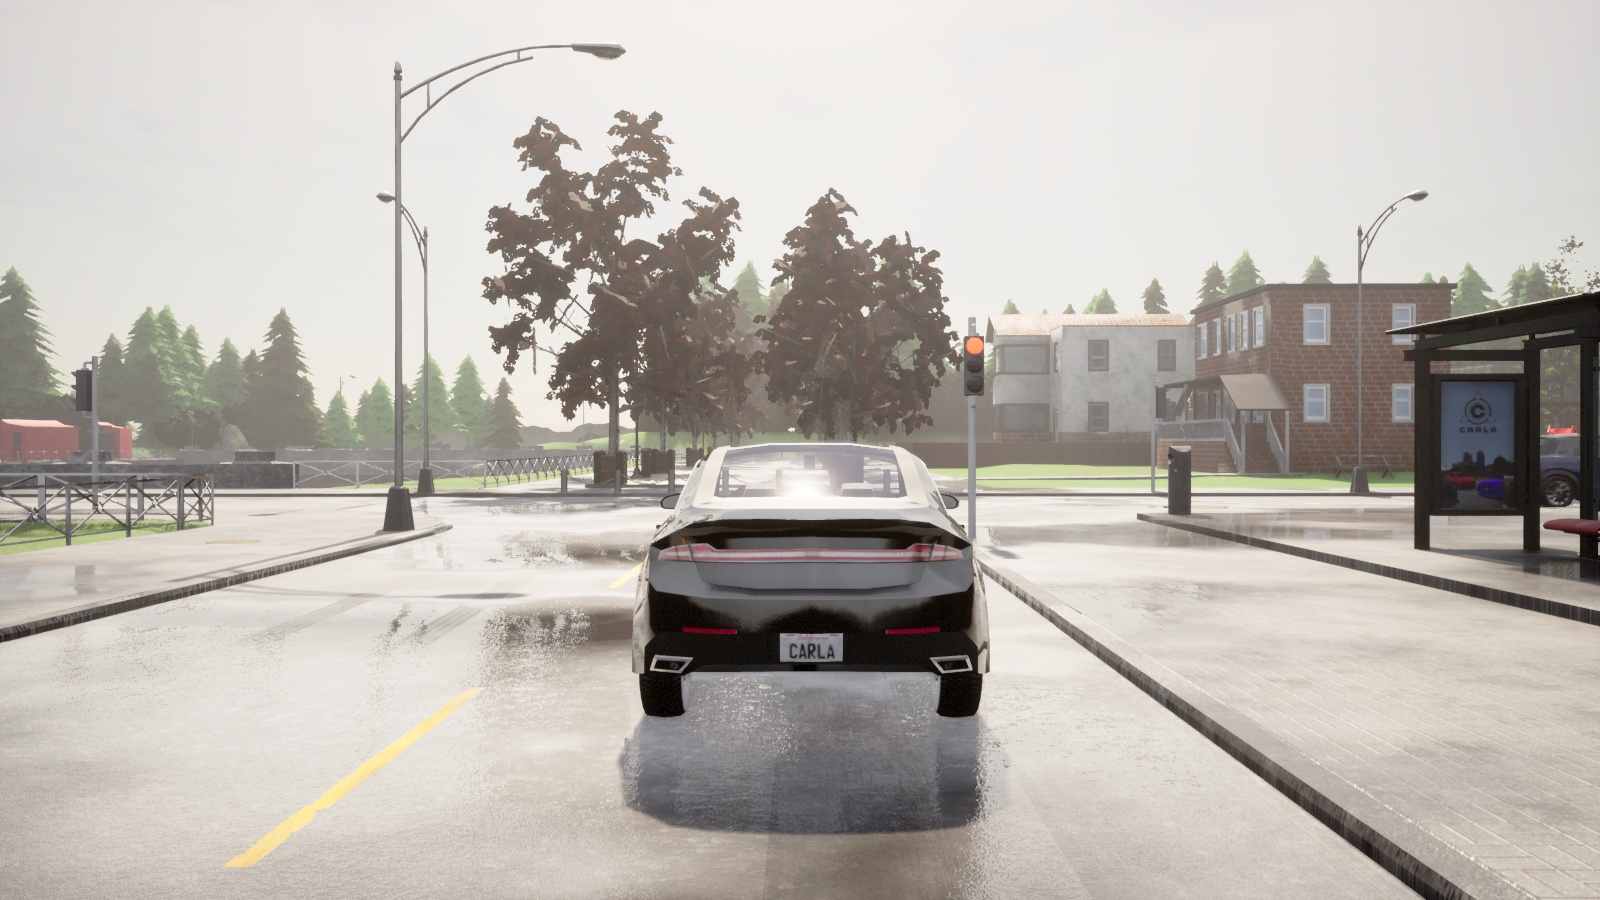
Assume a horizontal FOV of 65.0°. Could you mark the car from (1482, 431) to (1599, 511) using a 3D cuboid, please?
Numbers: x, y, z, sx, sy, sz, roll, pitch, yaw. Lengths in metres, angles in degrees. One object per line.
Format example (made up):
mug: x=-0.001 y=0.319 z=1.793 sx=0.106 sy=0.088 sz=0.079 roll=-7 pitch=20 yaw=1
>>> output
car: x=18.399 y=0.458 z=28.617 sx=4.553 sy=1.767 sz=2.097 roll=0 pitch=0 yaw=0

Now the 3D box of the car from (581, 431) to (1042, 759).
car: x=0.062 y=0.656 z=8.254 sx=2.128 sy=1.511 sz=4.902 roll=0 pitch=0 yaw=0
